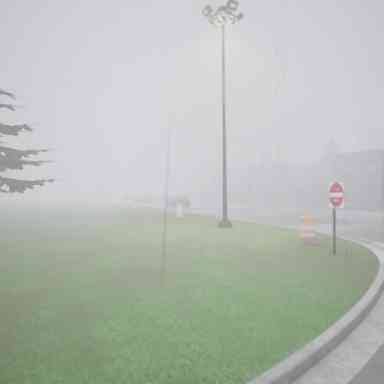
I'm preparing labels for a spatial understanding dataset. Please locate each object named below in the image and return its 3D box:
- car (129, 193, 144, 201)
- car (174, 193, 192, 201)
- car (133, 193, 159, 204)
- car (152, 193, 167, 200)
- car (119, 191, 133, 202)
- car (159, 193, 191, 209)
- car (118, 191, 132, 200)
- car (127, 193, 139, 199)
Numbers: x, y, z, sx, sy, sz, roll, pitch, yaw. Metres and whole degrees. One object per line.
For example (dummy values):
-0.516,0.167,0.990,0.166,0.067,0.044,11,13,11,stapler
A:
-12.013,1.033,71.364,1.882,1.535,5.008,-1,1,-24,car
-1.860,0.997,65.880,1.837,1.490,4.892,-1,1,-24,car
-7.357,1.146,52.780,2.128,1.511,4.902,-1,1,-24,car
-7.854,0.974,79.167,2.128,1.511,4.902,-1,1,-24,car
-11.563,1.116,62.057,2.128,1.511,4.902,-1,1,-24,car
-1.844,1.187,40.557,2.128,1.511,4.902,-1,1,-24,car
-16.282,0.749,80.817,2.150,2.045,5.566,-1,1,-24,car
-15.626,1.055,87.886,1.895,1.301,4.718,-1,1,-24,car
